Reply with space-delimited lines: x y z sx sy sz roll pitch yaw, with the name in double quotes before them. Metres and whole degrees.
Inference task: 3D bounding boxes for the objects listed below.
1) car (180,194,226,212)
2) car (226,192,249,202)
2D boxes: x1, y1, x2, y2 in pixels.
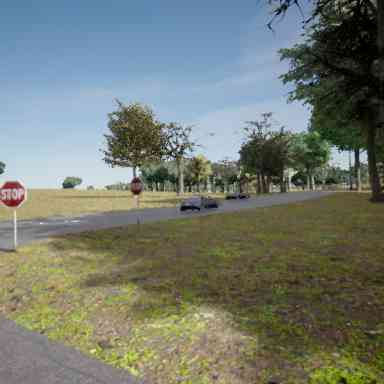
"car" 0.778 0.894 28.205 1.994 1.385 4.181 -3 0 34
"car" 6.686 0.686 49.216 1.895 1.301 4.718 -3 0 34
